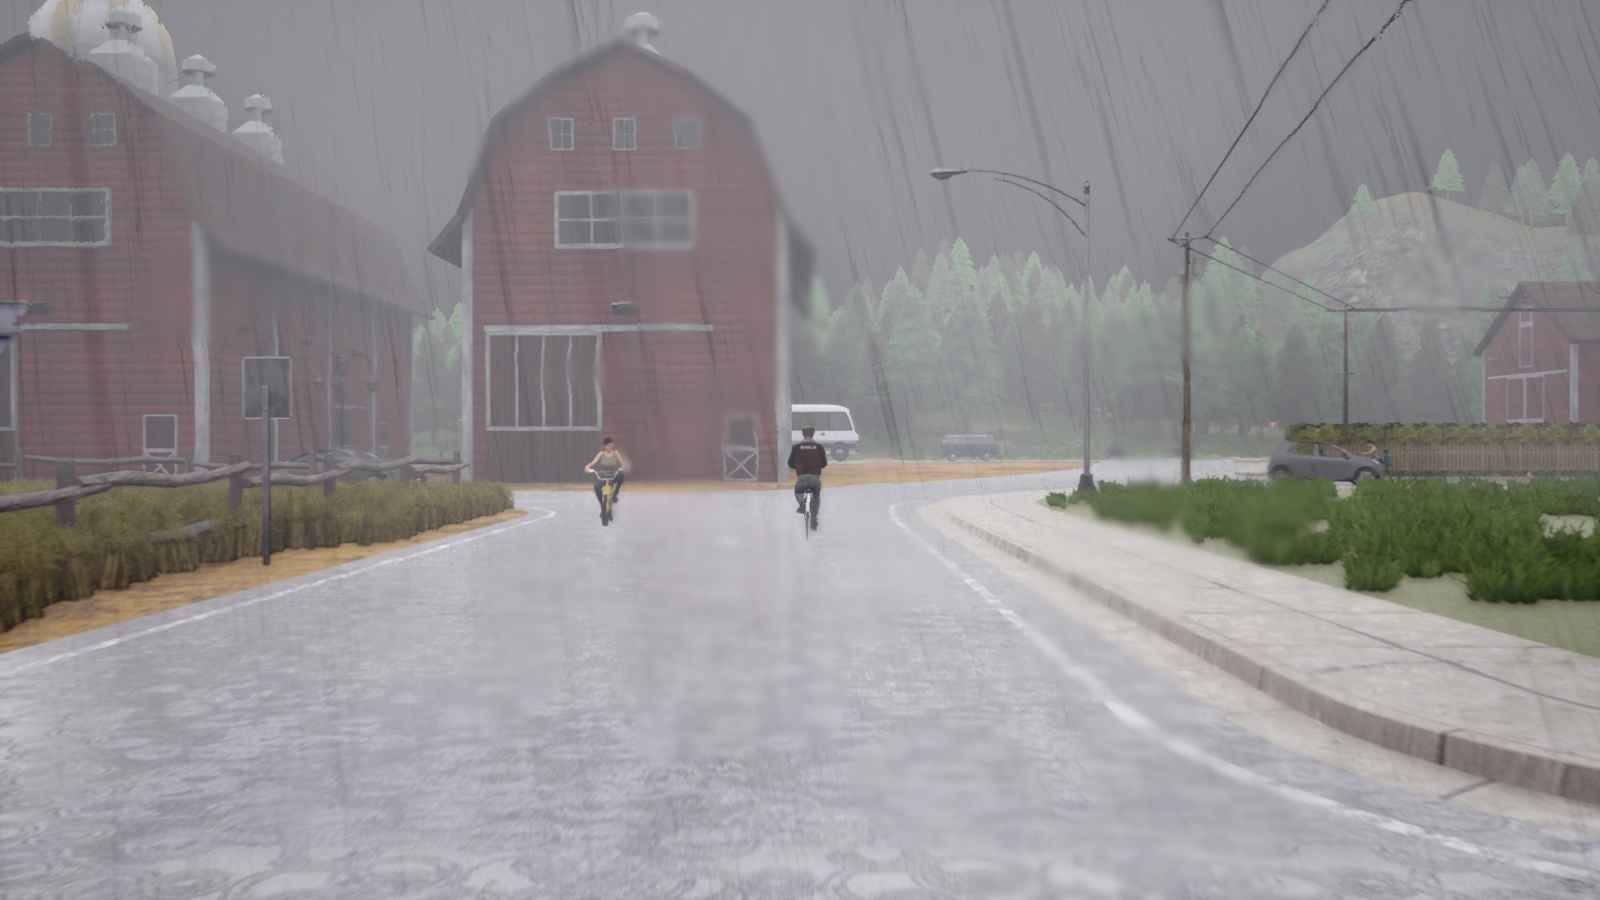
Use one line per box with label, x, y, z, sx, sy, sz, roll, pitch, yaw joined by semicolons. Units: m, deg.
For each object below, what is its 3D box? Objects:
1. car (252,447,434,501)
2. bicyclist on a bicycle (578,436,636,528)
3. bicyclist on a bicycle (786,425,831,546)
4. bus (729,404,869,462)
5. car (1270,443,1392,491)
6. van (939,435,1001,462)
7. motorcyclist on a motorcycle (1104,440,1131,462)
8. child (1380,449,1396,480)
car;-12.272;0.621;33.898;4.181;1.385;1.994;0;0;3
bicyclist on a bicycle;-3.490;0.559;22.794;0.866;1.612;1.509;0;0;-3
bicyclist on a bicycle;0.125;0.514;19.379;0.659;1.776;1.843;0;1;0
bus;-0.043;-1.271;94.426;10.273;4.253;3.944;0;0;1
car;17.745;0.544;42.100;3.633;1.501;1.845;1;1;19
van;12.733;-0.131;94.303;4.442;1.987;1.775;0;0;1
motorcyclist on a motorcycle;22.452;0.076;88.812;0.797;1.523;2.044;-1;0;-21
child;22.745;0.542;48.570;0.448;1.192;0.343;0;0;-25
